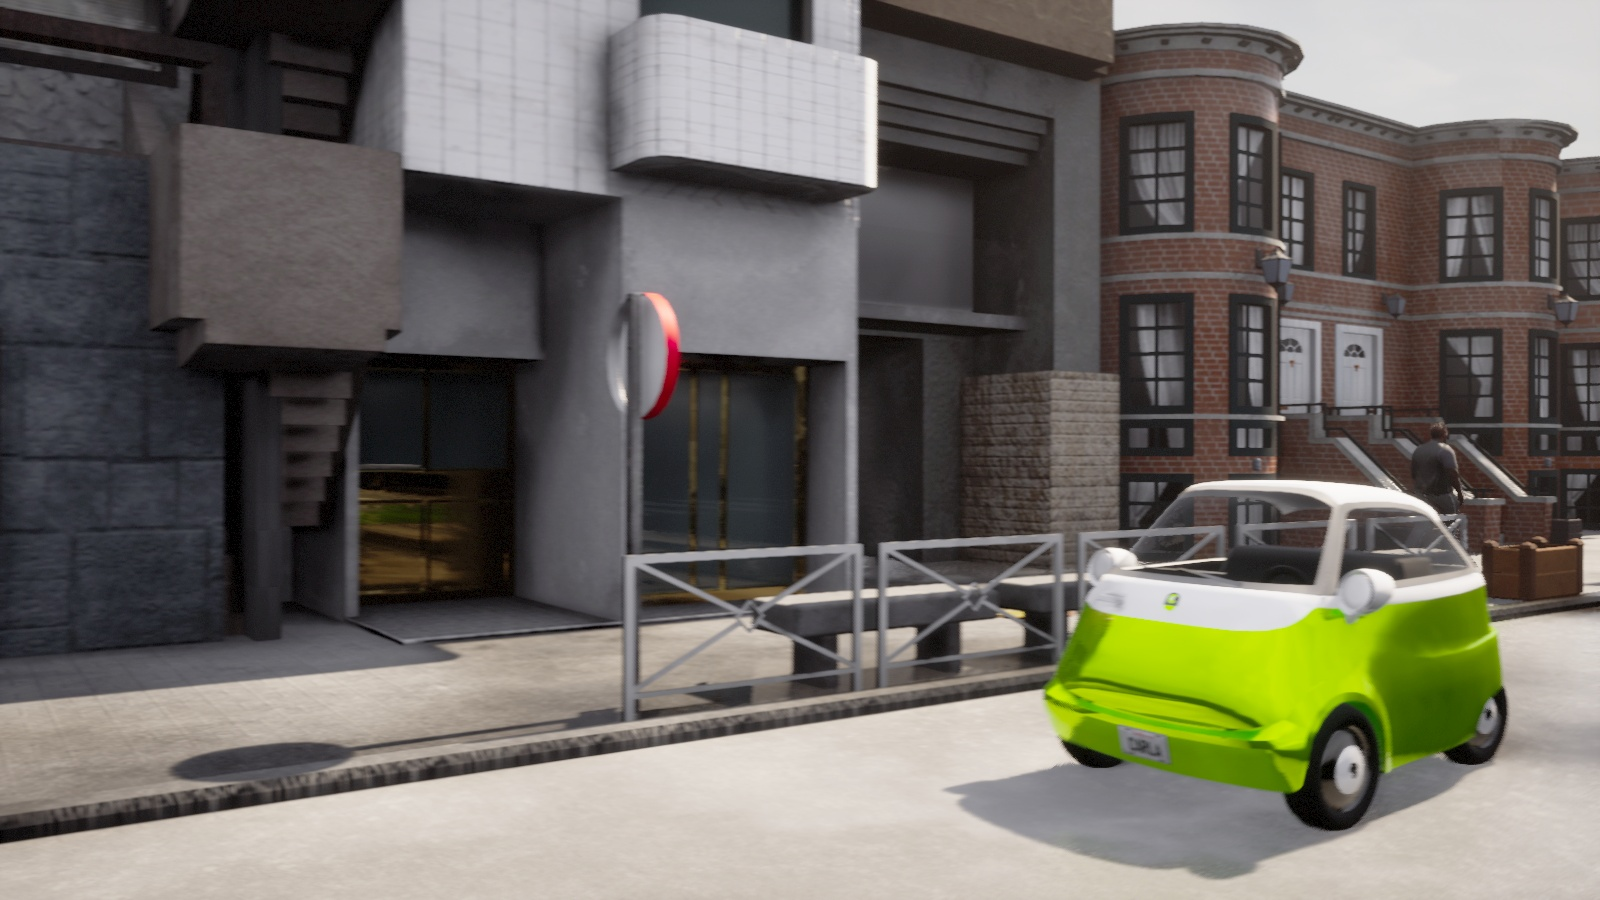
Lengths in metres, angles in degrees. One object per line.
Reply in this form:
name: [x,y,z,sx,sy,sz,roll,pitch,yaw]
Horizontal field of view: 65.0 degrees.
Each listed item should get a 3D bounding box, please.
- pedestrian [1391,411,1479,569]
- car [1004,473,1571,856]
pedestrian: [7.786,0.476,15.396,0.849,1.883,0.563,0,0,-27]
car: [2.275,0.809,5.851,2.207,1.376,1.481,0,0,-35]
